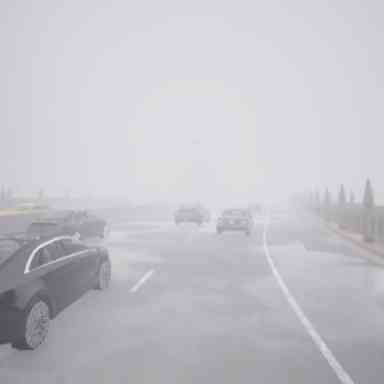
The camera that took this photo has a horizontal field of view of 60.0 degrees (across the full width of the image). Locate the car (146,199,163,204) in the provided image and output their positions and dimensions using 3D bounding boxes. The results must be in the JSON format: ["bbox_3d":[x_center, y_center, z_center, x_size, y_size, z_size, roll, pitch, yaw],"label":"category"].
[{"bbox_3d":[-6.414,1.867,57.533,1.994,1.385,4.181,0,0,14],"label":"car"}]

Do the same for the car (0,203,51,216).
[{"bbox_3d":[-11.189,1.518,22.821,1.882,1.535,5.008,0,0,13],"label":"car"}]

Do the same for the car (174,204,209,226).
[{"bbox_3d":[0.110,1.590,24.077,2.128,1.511,4.902,0,0,13],"label":"car"}]

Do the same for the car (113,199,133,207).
[{"bbox_3d":[-11.017,1.802,53.395,1.994,1.385,4.181,0,-1,14],"label":"car"}]

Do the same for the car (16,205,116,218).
[{"bbox_3d":[-5.378,1.533,15.084,1.837,1.490,4.892,0,0,9],"label":"car"}]

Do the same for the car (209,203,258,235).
[{"bbox_3d":[2.628,1.633,19.672,2.033,1.411,5.357,0,0,13],"label":"car"}]

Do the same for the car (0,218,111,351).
[{"bbox_3d":[-3.008,1.495,6.225,2.128,1.511,4.902,0,0,4],"label":"car"}]

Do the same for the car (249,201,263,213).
[{"bbox_3d":[7.577,1.760,40.395,1.812,1.442,4.674,0,0,13],"label":"car"}]
